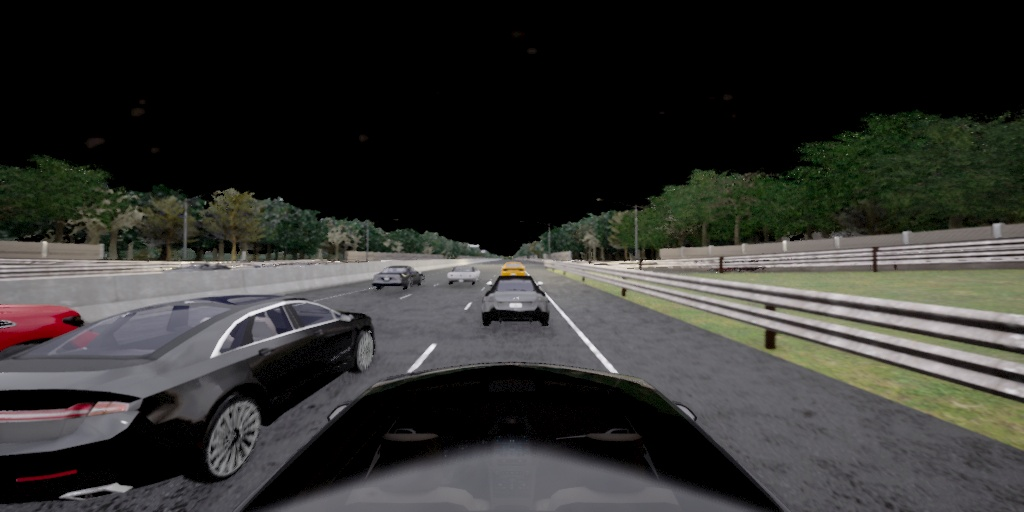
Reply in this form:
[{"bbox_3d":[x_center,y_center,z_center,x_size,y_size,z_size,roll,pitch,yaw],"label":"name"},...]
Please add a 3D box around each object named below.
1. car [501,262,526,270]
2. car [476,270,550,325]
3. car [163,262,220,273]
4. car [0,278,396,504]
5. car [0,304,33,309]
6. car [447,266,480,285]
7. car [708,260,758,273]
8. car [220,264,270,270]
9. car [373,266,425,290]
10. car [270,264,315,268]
[{"bbox_3d":[0.104,1.238,29.518,1.882,1.535,5.008,0,0,0],"label":"car"},{"bbox_3d":[0.101,1.313,11.780,1.994,1.385,4.181,0,0,0],"label":"car"},{"bbox_3d":[-24.593,1.250,28.112,2.128,1.511,4.902,0,0,0],"label":"car"},{"bbox_3d":[-3.399,1.241,4.633,2.128,1.511,4.902,0,0,0],"label":"car"},{"bbox_3d":[-6.899,0.971,2.641,2.150,2.045,5.566,0,0,0],"label":"car"},{"bbox_3d":[-3.397,1.358,26.155,1.895,1.301,4.718,0,0,0],"label":"car"},{"bbox_3d":[21.662,0.921,35.342,1.812,1.442,4.674,0,-3,-18],"label":"car"},{"bbox_3d":[-21.094,1.361,29.610,1.895,1.301,4.718,0,0,0],"label":"car"},{"bbox_3d":[-6.898,1.301,22.236,2.033,1.411,5.357,0,0,0],"label":"car"},{"bbox_3d":[-17.592,1.325,29.978,1.994,1.385,4.181,0,0,0],"label":"car"}]
